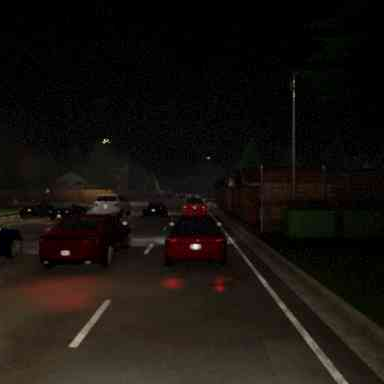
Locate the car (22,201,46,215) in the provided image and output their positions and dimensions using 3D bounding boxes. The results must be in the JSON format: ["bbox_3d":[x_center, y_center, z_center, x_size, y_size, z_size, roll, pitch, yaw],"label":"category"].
[{"bbox_3d":[-13.850,1.528,30.362,1.994,1.385,4.181,0,0,1],"label":"car"}]

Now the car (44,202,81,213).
[{"bbox_3d":[-10.296,1.567,28.015,1.895,1.301,4.718,0,0,0],"label":"car"}]

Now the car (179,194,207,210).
[{"bbox_3d":[0.213,1.315,29.353,2.097,1.767,4.553,0,0,0],"label":"car"}]

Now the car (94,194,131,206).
[{"bbox_3d":[-6.789,1.185,28.803,2.150,2.045,5.566,0,0,0],"label":"car"}]

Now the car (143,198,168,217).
[{"bbox_3d":[-3.281,1.526,30.388,1.994,1.385,4.181,0,0,0],"label":"car"}]

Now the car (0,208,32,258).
[{"bbox_3d":[-6.895,1.466,9.640,1.882,1.535,5.008,0,0,1],"label":"car"}]

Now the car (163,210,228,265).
[{"bbox_3d":[0.127,1.549,11.665,1.994,1.385,4.181,0,0,1],"label":"car"}]

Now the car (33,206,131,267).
[{"bbox_3d":[-3.376,1.464,11.406,1.882,1.535,5.008,0,0,1],"label":"car"}]
